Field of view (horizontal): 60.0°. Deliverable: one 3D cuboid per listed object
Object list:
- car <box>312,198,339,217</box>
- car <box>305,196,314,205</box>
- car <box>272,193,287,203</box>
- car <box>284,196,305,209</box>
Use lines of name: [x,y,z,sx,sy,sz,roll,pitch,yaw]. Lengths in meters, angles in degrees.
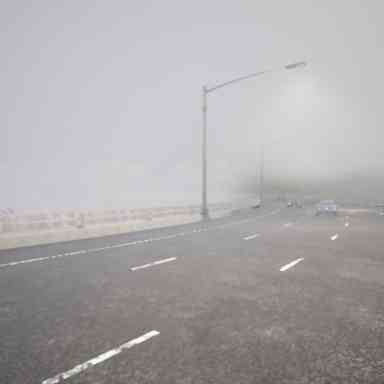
car: [12.817,1.521,31.536,2.033,1.411,5.357,0,0,23]
car: [20.028,1.438,56.987,2.128,1.511,4.902,0,0,10]
car: [17.706,1.148,67.130,2.150,2.045,5.566,0,0,1]
car: [13.851,1.555,45.098,1.895,1.301,4.718,0,0,16]
